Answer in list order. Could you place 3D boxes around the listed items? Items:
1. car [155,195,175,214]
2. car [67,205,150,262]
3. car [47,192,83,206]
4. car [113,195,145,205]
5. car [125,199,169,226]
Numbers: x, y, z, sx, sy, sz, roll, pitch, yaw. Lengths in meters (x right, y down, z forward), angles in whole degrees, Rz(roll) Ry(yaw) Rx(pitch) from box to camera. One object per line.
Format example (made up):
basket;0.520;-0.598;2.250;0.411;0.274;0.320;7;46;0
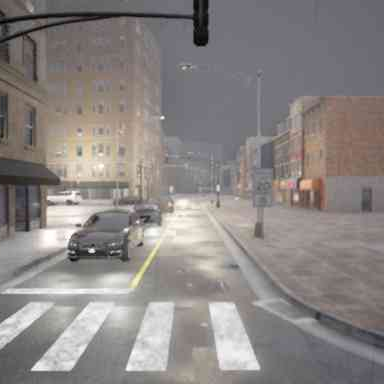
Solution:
car;-2.789;1.126;32.050;2.097;1.767;4.553;0;0;0
car;-2.844;1.418;11.893;1.837;1.490;4.892;0;0;0
car;-18.991;0.956;49.100;5.566;2.045;2.150;0;1;9
car;-8.971;1.227;47.463;4.674;1.442;1.812;0;1;9
car;-2.829;1.408;21.813;1.994;1.385;4.181;0;0;0
